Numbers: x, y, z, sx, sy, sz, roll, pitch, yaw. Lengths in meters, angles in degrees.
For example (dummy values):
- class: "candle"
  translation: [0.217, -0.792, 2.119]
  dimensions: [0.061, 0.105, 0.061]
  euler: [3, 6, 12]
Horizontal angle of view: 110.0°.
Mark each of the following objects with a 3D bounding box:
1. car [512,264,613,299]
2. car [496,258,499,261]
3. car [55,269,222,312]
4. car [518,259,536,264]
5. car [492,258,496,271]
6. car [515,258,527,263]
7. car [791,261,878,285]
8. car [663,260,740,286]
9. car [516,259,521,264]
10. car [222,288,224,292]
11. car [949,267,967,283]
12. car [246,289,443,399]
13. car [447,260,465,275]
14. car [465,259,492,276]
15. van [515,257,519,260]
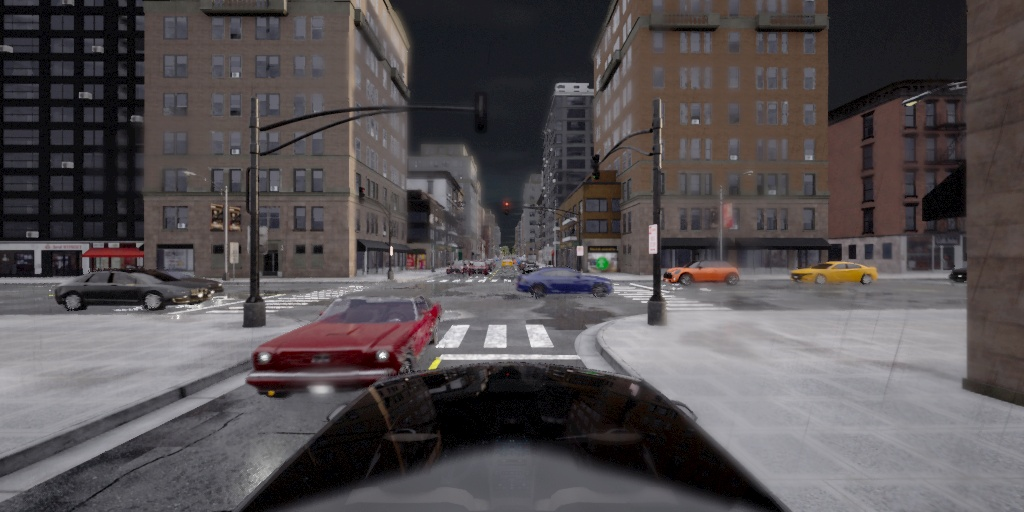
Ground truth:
- class: "car"
  translation: [2.479, 1.261, 17.437]
  dimensions: [4.674, 1.442, 1.812]
  euler: [0, 0, -1]
- class: "car"
  translation: [-3.598, 1.424, 57.524]
  dimensions: [1.895, 1.301, 4.718]
  euler: [0, 0, 0]
- class: "car"
  translation: [-14.603, 1.297, 13.971]
  dimensions: [4.892, 1.490, 1.837]
  euler: [0, 0, -1]
- class: "car"
  translation: [2.010, 1.355, 39.655]
  dimensions: [1.948, 1.339, 4.313]
  euler: [0, 0, 0]
- class: "car"
  translation: [-3.533, 1.308, 47.384]
  dimensions: [1.837, 1.490, 4.892]
  euler: [0, 0, 0]
- class: "car"
  translation: [1.887, 1.386, 56.188]
  dimensions: [1.948, 1.339, 4.313]
  euler: [0, 0, 0]
- class: "car"
  translation: [21.794, 1.142, 24.380]
  dimensions: [5.008, 1.535, 1.882]
  euler: [-1, 0, -1]
- class: "car"
  translation: [12.692, 1.054, 24.263]
  dimensions: [4.553, 1.767, 2.097]
  euler: [0, 0, -1]
- class: "car"
  translation: [1.928, 1.391, 50.677]
  dimensions: [1.802, 1.307, 4.207]
  euler: [0, 0, 0]
- class: "car"
  translation: [-17.097, 1.356, 17.190]
  dimensions: [5.357, 1.411, 2.033]
  euler: [0, 0, -1]
- class: "car"
  translation: [33.023, 1.122, 24.513]
  dimensions: [4.892, 1.490, 1.837]
  euler: [0, 0, -1]
- class: "car"
  translation: [-2.509, 1.350, 6.657]
  dimensions: [1.895, 1.301, 4.718]
  euler: [0, 0, -4]
- class: "car"
  translation: [-6.015, 1.229, 39.596]
  dimensions: [1.967, 1.591, 4.097]
  euler: [0, 0, 0]
- class: "car"
  translation: [-3.464, 1.265, 37.790]
  dimensions: [1.882, 1.535, 5.008]
  euler: [0, 0, 0]
- class: "van"
  translation: [1.846, 1.173, 61.698]
  dimensions: [1.690, 1.789, 3.998]
  euler: [0, 0, 0]
